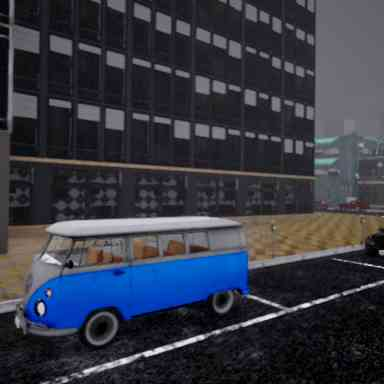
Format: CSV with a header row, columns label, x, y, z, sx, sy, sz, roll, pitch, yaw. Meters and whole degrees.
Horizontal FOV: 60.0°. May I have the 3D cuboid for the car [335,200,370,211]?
label,x,y,z,sx,sy,sz,roll,pitch,yaw
car,20.224,1.714,42.011,1.802,1.307,4.206,2,0,-36

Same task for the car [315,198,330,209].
label,x,y,z,sx,sy,sz,roll,pitch,yaw
car,16.944,1.503,46.484,1.967,1.590,4.097,2,0,-36

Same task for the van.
label,x,y,z,sx,sy,sz,roll,pitch,yaw
van,-0.785,1.366,5.993,3.998,1.788,1.690,1,0,-35

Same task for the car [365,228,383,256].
label,x,y,z,sx,sy,sz,roll,pitch,yaw
car,8.233,1.693,12.424,4.313,1.339,1.947,1,0,-35
